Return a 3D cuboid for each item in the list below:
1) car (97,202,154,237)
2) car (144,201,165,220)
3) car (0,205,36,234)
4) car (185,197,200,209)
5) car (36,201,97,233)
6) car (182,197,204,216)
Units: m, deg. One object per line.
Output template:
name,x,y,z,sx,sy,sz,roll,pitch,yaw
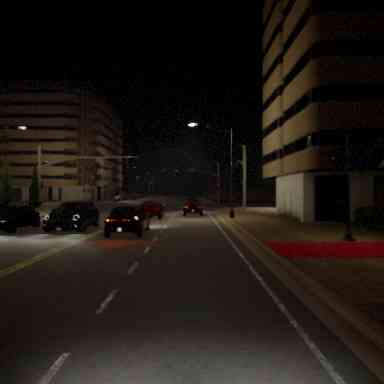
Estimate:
car,-3.394,1.505,17.963,1.837,1.490,4.892,0,0,0
car,-3.393,1.478,28.349,1.882,1.535,5.008,0,0,0
car,-10.506,1.526,19.396,1.812,1.442,4.674,0,0,0
car,0.078,1.460,45.050,1.837,1.490,4.892,0,0,1
car,-7.003,1.351,19.735,2.097,1.767,4.553,0,0,0
car,0.099,1.526,32.744,1.812,1.442,4.674,0,0,0
